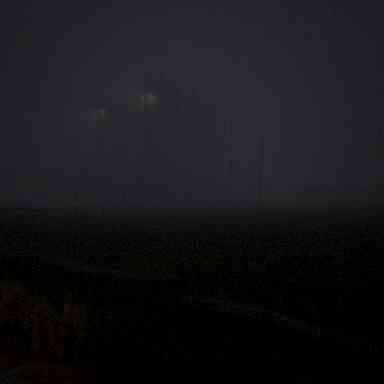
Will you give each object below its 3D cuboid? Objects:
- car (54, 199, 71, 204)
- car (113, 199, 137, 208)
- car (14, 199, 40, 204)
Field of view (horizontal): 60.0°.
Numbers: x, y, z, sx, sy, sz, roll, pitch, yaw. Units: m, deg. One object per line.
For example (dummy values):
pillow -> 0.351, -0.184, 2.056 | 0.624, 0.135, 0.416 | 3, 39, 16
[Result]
car -> -27.714, 2.250, 70.776 | 4.902, 1.511, 2.128 | -1, -1, 41
car -> -11.498, 1.996, 56.627 | 5.008, 1.535, 1.882 | 0, 0, 41
car -> -31.542, 2.173, 63.875 | 2.242, 1.667, 4.611 | -1, -1, 42
